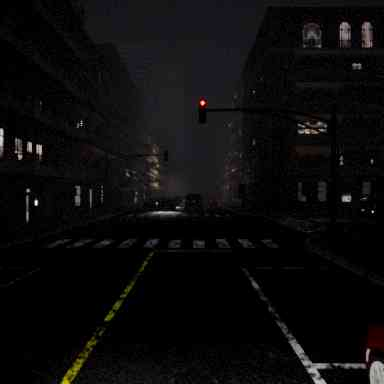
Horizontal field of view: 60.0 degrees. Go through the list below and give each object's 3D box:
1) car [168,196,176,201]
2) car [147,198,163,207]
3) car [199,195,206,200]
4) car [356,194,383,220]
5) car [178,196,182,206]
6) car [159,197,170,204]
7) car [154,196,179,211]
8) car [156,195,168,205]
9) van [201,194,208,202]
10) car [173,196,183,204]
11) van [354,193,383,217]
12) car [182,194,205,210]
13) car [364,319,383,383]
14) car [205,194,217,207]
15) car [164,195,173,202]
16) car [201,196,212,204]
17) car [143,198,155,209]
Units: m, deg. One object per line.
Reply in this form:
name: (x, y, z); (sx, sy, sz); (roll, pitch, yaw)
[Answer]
car: (-5.435, 1.628, 89.520); (1.802, 1.307, 4.206); (-1, 0, 0)
car: (-5.549, 1.577, 50.824); (1.947, 1.339, 4.313); (0, 0, 0)
car: (2.961, 1.598, 95.018); (1.887, 1.381, 4.507); (-1, 0, 0)
car: (15.464, 0.940, 24.751); (5.566, 2.045, 2.150); (-1, 0, -1)
car: (-2.957, 1.576, 52.394); (1.994, 1.385, 4.181); (0, 0, -1)
car: (-5.500, 1.605, 67.409); (1.802, 1.307, 4.206); (-1, 0, 0)
car: (-2.978, 1.569, 40.047); (1.994, 1.385, 4.181); (0, 0, 1)
car: (-5.518, 1.459, 61.880); (1.967, 1.590, 4.097); (-1, 0, 0)
van: (2.911, 1.375, 78.434); (1.690, 1.788, 3.998); (-1, 0, 0)
car: (-2.821, 1.527, 67.378); (1.837, 1.490, 4.892); (0, 0, 1)
van: (15.721, 1.034, 27.329); (3.998, 1.788, 1.690); (-1, 1, -1)
car: (0.227, 1.228, 43.186); (2.150, 2.045, 5.566); (0, 0, 0)
car: (2.687, 1.544, 1.796); (1.887, 1.381, 4.507); (0, 0, 0)
car: (2.830, 1.451, 50.795); (1.967, 1.590, 4.097); (-1, 0, 0)
car: (-5.468, 1.559, 78.294); (1.752, 1.417, 4.829); (-1, 0, 0)
car: (2.880, 1.574, 67.378); (2.008, 1.369, 4.403); (-1, 0, 0)
car: (-5.565, 1.558, 45.297); (2.008, 1.369, 4.403); (0, 0, 0)
